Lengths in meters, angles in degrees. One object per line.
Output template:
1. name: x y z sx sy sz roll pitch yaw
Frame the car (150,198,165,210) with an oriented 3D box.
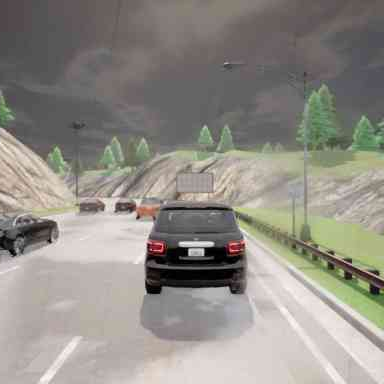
1. car: -4.567 1.503 43.641 1.837 1.490 4.892 0 0 -7

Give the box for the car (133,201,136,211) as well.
1. car: -3.515 1.351 29.035 2.097 1.767 4.553 0 0 -1

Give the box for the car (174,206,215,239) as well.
1. car: 0.108 1.558 18.115 1.994 1.385 4.181 0 0 0

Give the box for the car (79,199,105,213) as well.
1. car: -10.853 1.477 36.324 1.882 1.535 5.008 0 0 -4

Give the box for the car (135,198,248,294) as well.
1. car: 0.088 1.221 8.898 2.150 2.045 5.566 0 0 0

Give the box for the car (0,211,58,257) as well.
1. car: -6.917 1.492 12.997 2.128 1.511 4.902 0 0 0

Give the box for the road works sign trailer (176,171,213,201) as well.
1. road works sign trailer: 0.188 0.464 21.612 2.380 3.560 2.880 0 0 0

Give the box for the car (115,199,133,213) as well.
1. car: -7.421 1.477 37.419 1.882 1.535 5.008 0 0 -4
